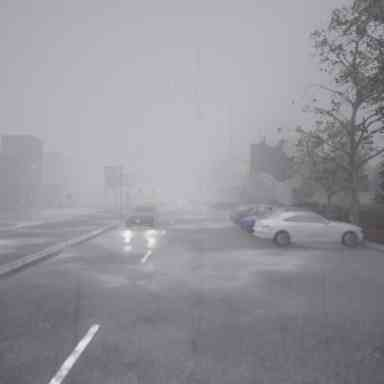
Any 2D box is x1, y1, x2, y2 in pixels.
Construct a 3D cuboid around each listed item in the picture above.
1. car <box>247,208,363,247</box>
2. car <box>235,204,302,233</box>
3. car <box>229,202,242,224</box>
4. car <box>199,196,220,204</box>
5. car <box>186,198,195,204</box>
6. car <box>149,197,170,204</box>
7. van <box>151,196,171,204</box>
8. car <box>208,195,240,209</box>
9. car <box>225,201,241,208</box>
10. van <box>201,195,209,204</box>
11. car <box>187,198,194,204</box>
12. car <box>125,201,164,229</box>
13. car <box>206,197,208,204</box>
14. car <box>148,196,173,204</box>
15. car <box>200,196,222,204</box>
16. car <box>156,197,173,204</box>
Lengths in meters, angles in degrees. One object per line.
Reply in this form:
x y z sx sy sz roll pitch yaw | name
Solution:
5.078 1.593 14.821 4.674 1.452 2.002 0 0 0 | car
5.085 1.568 17.970 5.008 1.535 2.097 0 0 0 | car
5.073 1.586 21.244 4.892 1.521 2.231 0 0 0 | car
4.668 2.206 89.452 5.566 2.045 2.435 0 -2 -1 | car
-0.290 2.156 80.309 1.837 1.490 4.892 0 -2 -1 | car
-7.397 1.930 76.275 4.553 1.767 2.185 0 -1 -1 | car
-7.339 1.910 79.314 4.442 1.987 1.878 0 -2 -1 | van
5.103 1.594 48.856 4.553 1.767 2.185 0 0 0 | car
5.075 1.641 24.519 4.674 1.452 2.002 0 0 0 | car
4.755 1.756 72.821 4.442 1.987 1.878 0 -1 -1 | van
-0.426 2.468 92.431 1.882 1.535 5.008 0 -2 2 | car
-3.301 1.619 22.913 1.837 1.490 4.892 0 -1 1 | car
5.029 1.777 52.025 4.674 1.452 2.002 0 0 0 | car
-7.587 1.988 73.353 5.366 1.575 1.946 0 -1 -1 | car
4.743 2.019 83.993 5.566 2.045 2.435 0 -2 -1 | car
-7.568 2.399 91.449 4.553 1.767 2.185 0 -2 -1 | car
